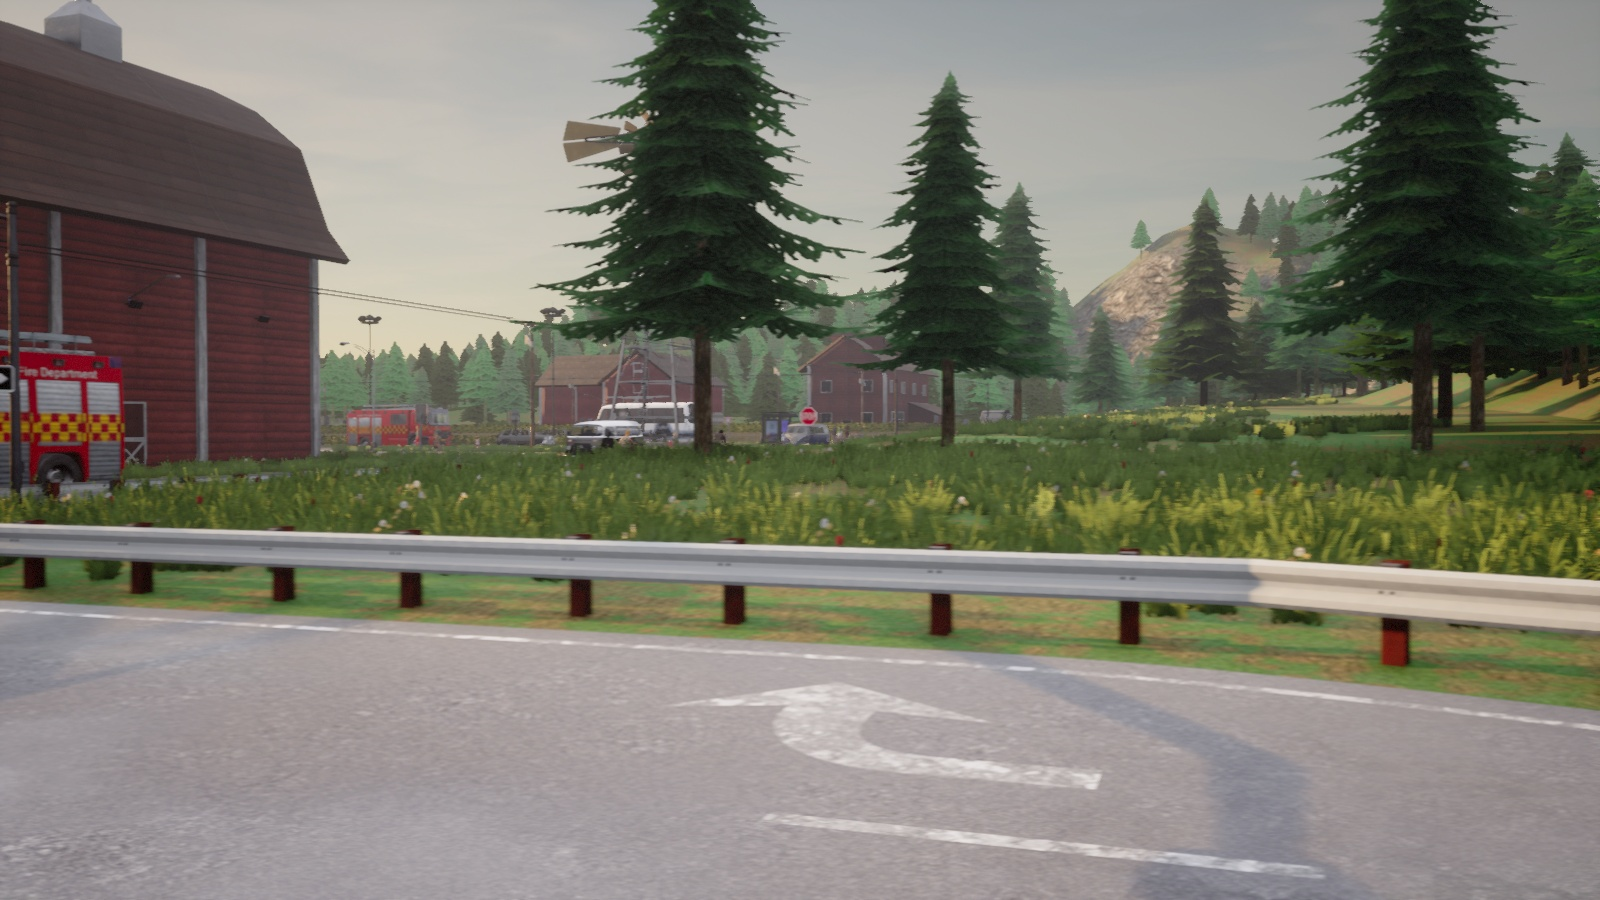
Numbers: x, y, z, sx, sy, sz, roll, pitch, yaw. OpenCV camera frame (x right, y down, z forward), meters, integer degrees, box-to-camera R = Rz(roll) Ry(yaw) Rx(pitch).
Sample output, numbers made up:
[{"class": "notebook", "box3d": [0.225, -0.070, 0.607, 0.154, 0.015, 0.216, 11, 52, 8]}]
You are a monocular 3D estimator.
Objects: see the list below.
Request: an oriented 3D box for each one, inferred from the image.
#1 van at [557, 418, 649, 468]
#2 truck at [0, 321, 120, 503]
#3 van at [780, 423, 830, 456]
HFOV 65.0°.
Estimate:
[{"class": "van", "box3d": [-8.477, -0.326, 54.341, 2.069, 2.038, 4.480, 1, 1, 19]}, {"class": "truck", "box3d": [-18.655, -0.795, 25.786, 2.891, 3.827, 8.468, 1, 1, 20]}, {"class": "van", "box3d": [0.356, -0.659, 79.111, 1.775, 1.987, 4.442, 1, 1, 20]}]
